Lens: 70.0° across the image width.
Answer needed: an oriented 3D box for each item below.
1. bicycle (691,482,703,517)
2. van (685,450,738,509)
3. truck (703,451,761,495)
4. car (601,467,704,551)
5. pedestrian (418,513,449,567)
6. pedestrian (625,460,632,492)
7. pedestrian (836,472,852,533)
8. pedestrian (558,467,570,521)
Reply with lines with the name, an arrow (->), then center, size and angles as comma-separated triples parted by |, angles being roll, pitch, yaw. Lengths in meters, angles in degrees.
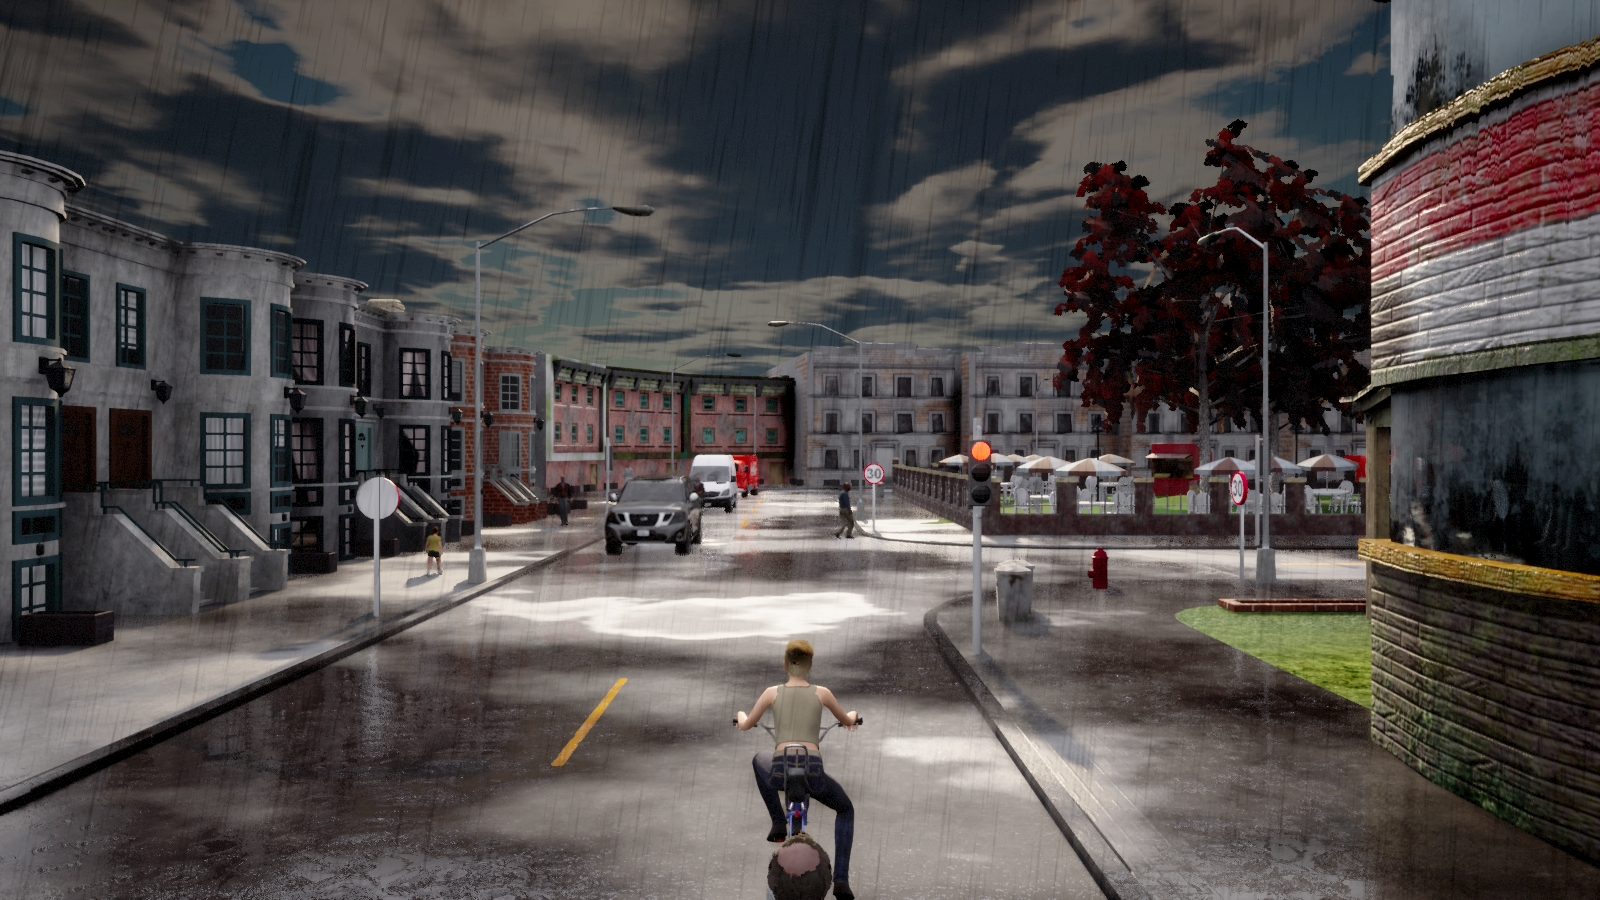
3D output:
bicycle -> -4.018, 1.923, 44.631 | 0.329, 1.271, 1.835 | 0, 0, 0
van -> -4.039, 1.294, 52.943 | 1.988, 2.561, 5.915 | 0, 0, 0
truck -> -3.973, 1.313, 68.116 | 2.627, 2.467, 5.204 | 0, 1, 6
car -> -4.001, 1.546, 32.002 | 2.150, 2.045, 5.566 | 0, 0, 0
pedestrian -> -7.751, 1.895, 24.175 | 0.500, 1.100, 0.500 | 0, 0, 2
pedestrian -> -9.895, 1.499, 66.039 | 0.375, 1.860, 0.375 | 0, 0, -7
pedestrian -> 1.359, 1.614, 35.265 | 0.375, 1.860, 0.375 | 0, 0, -18
pedestrian -> -8.205, 1.507, 39.713 | 0.375, 1.860, 0.375 | 0, 0, -18
